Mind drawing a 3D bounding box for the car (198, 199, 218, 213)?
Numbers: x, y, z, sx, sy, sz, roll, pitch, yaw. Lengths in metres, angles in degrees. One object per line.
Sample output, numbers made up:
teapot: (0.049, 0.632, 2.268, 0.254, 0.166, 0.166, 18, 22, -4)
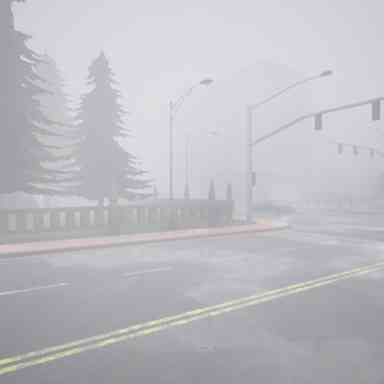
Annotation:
car: (2.264, 1.467, 35.132, 1.882, 1.535, 5.008, 0, 0, -35)

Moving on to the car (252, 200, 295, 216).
car: (8.008, 1.514, 33.092, 1.812, 1.442, 4.674, 0, 0, -35)
